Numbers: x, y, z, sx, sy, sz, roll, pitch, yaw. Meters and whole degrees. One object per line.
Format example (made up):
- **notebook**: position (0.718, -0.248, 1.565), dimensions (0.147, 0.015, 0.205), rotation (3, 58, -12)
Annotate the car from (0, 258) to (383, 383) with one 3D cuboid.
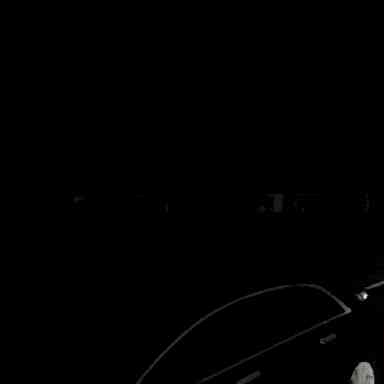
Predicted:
- **car**: position (-0.074, 1.499, 3.024), dimensions (4.892, 1.490, 1.837), rotation (0, 0, -36)
